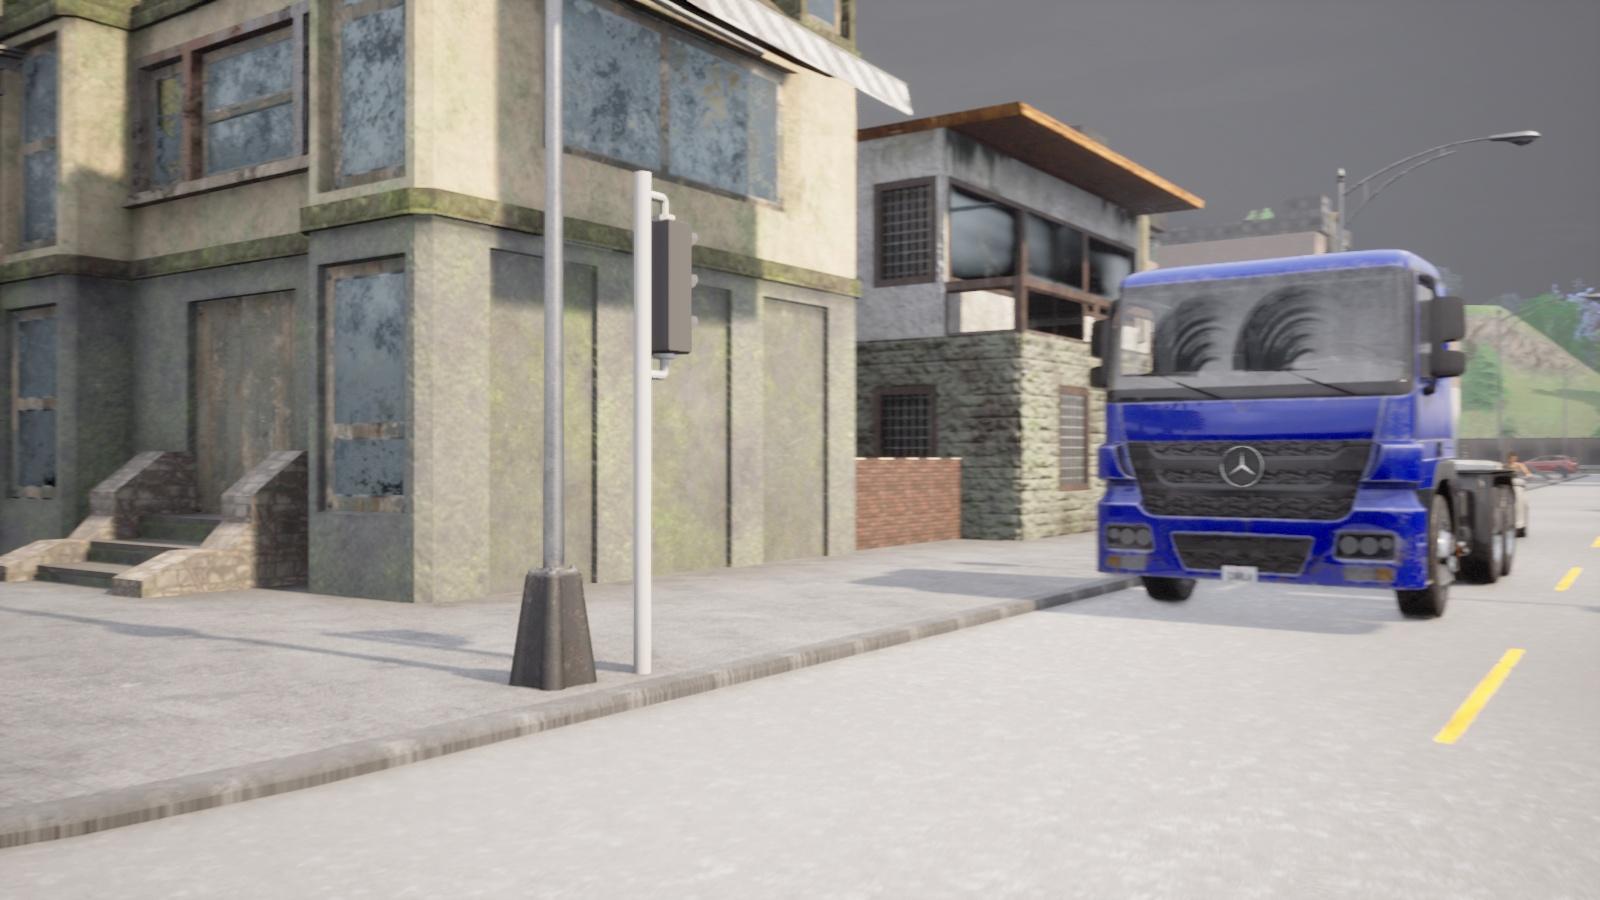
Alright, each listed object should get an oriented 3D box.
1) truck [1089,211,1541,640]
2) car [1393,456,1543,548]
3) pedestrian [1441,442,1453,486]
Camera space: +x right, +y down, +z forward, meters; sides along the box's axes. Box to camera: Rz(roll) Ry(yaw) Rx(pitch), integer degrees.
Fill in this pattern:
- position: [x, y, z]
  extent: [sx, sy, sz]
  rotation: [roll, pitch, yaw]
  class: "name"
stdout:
- position: [6.240, -0.186, 14.189]
  extent: [2.891, 3.462, 7.936]
  rotation: [0, 0, 36]
  class: "truck"
- position: [11.993, 0.840, 22.379]
  extent: [1.812, 1.442, 4.674]
  rotation: [0, 0, 35]
  class: "car"
- position: [28.822, 0.627, 55.928]
  extent: [0.396, 1.930, 0.692]
  rotation: [0, 0, 34]
  class: "pedestrian"
